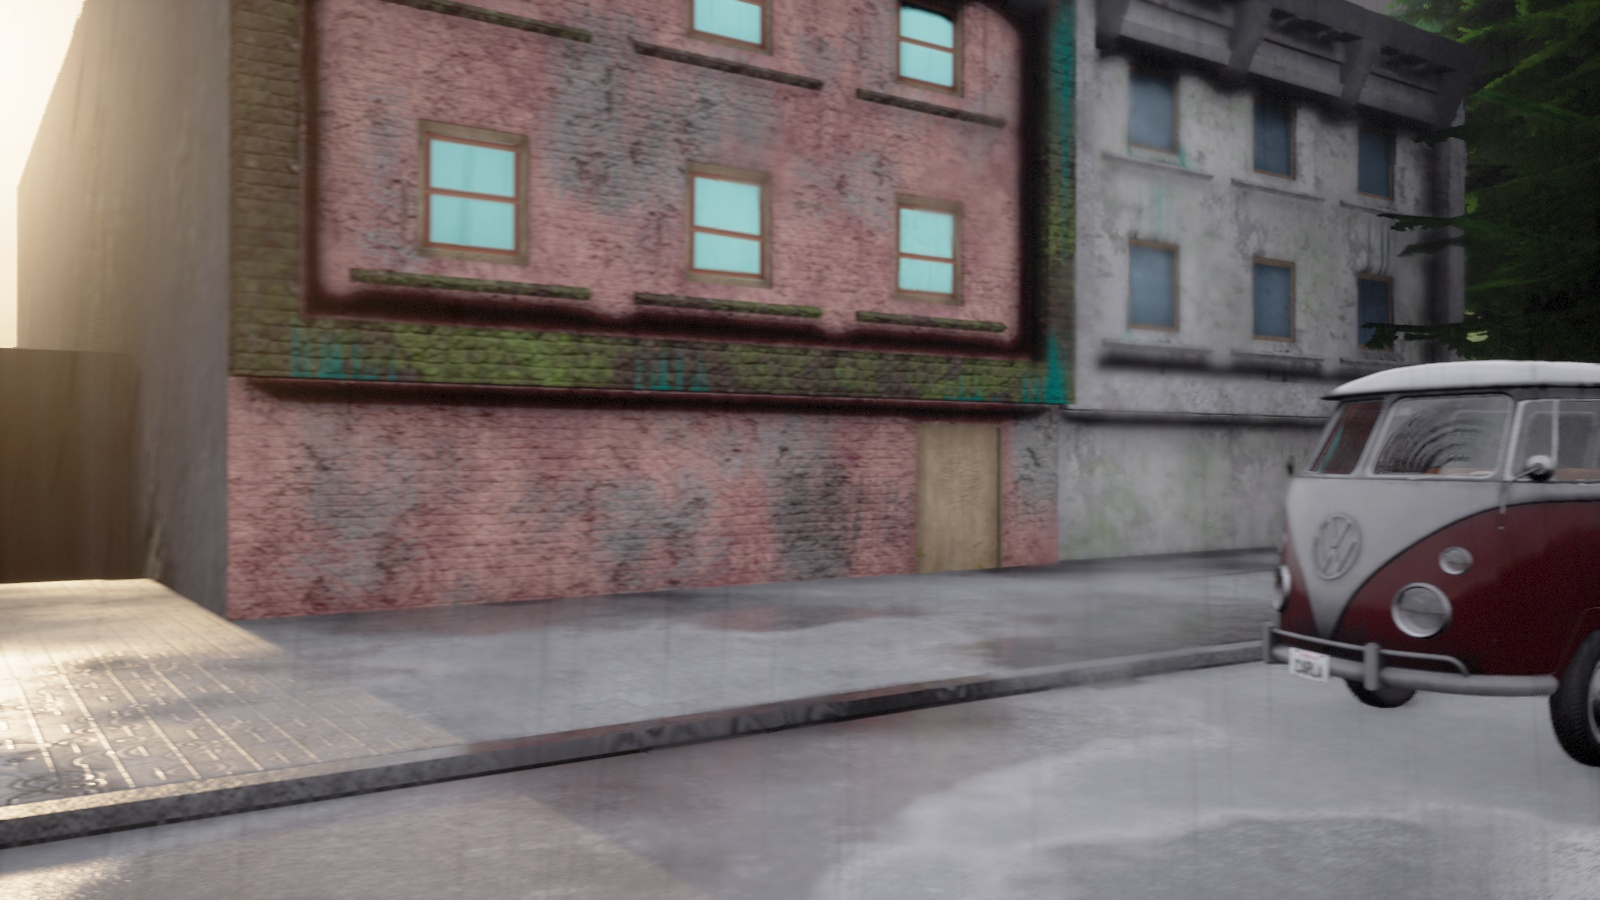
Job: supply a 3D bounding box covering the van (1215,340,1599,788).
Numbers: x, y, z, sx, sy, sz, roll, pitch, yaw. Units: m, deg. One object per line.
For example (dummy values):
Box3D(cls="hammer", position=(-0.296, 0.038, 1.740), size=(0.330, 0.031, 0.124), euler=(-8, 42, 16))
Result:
Box3D(cls="van", position=(4.789, 0.506, 7.028), size=(4.442, 1.987, 1.775), euler=(0, 0, -16))
